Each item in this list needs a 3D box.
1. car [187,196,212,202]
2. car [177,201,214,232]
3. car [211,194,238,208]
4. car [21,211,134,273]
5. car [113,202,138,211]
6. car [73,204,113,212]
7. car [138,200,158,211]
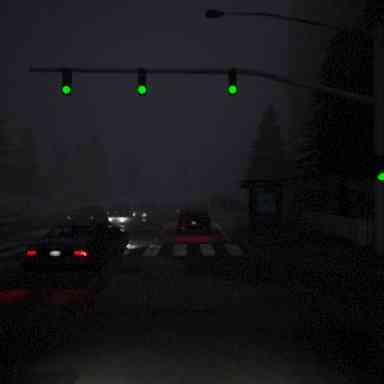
[{"bbox_3d":[0.738,1.653,51.726,1.882,1.535,5.008,0,0,30],"label":"car"},{"bbox_3d":[0.094,1.525,20.295,1.882,1.535,5.008,0,0,0],"label":"car"},{"bbox_3d":[4.629,1.385,51.599,2.150,2.045,5.566,0,0,30],"label":"car"},{"bbox_3d":[-3.399,1.573,10.763,2.033,1.411,5.357,0,0,0],"label":"car"},{"bbox_3d":[-7.007,1.683,32.936,1.994,1.385,4.181,0,0,1],"label":"car"},{"bbox_3d":[-7.095,1.605,23.058,1.812,1.442,4.674,0,0,0],"label":"car"},{"bbox_3d":[-6.019,1.760,43.179,1.895,1.301,4.718,0,0,12],"label":"car"}]
